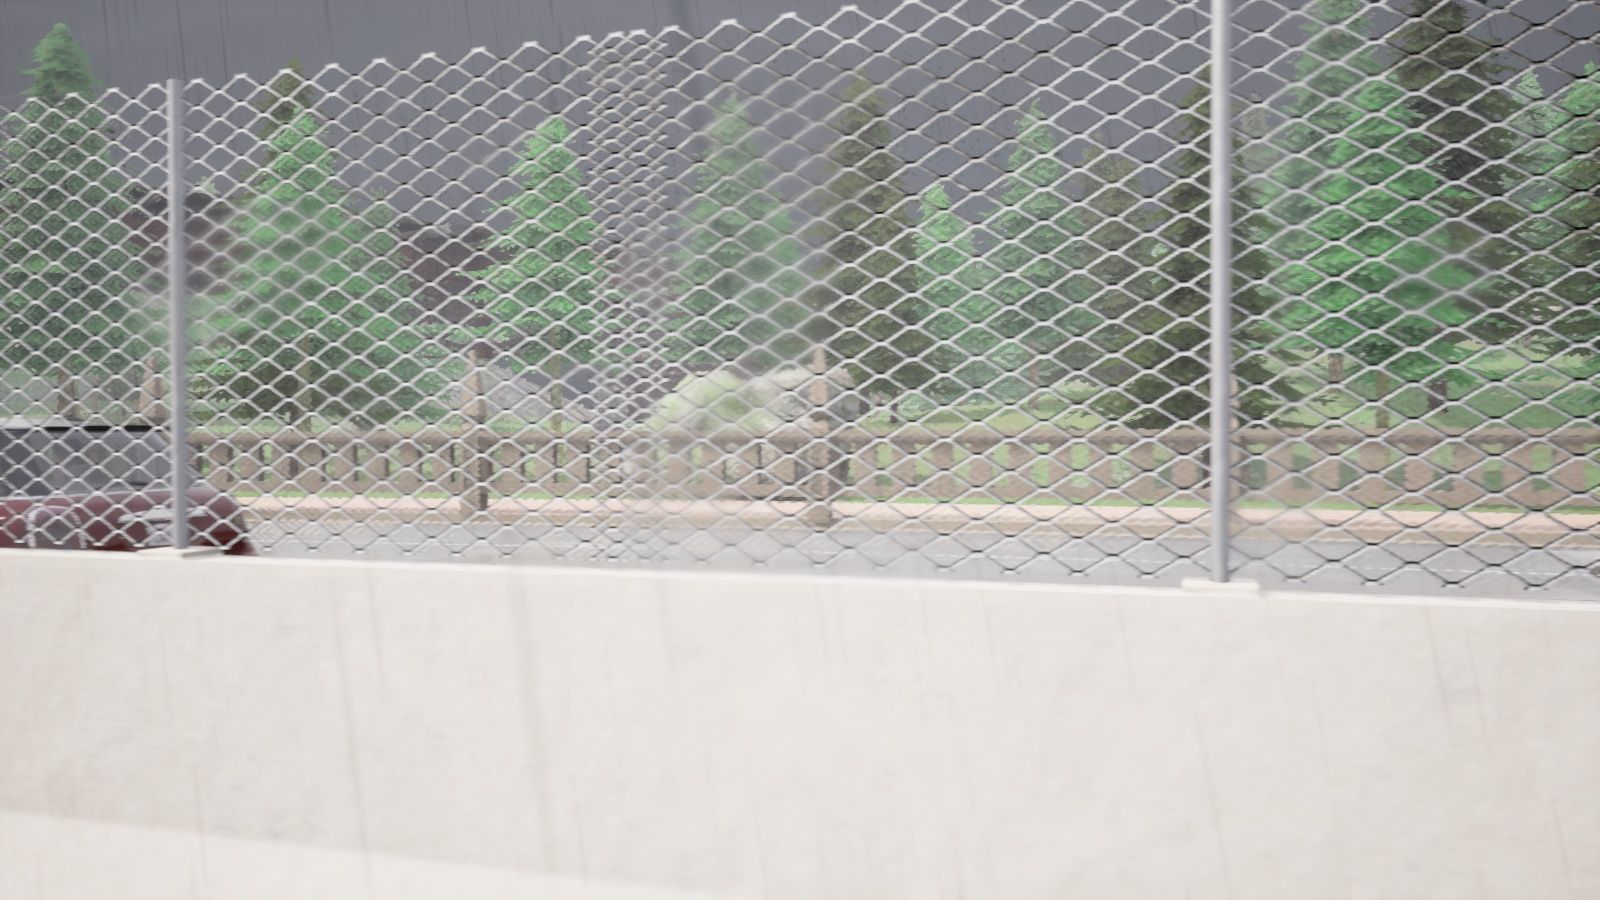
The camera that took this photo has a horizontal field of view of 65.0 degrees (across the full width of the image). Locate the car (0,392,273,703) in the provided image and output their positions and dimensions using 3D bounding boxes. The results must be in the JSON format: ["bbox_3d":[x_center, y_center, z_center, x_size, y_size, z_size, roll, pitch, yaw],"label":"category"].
[{"bbox_3d":[-6.306,0.520,8.699,4.553,1.767,2.097,0,1,15],"label":"car"}]
